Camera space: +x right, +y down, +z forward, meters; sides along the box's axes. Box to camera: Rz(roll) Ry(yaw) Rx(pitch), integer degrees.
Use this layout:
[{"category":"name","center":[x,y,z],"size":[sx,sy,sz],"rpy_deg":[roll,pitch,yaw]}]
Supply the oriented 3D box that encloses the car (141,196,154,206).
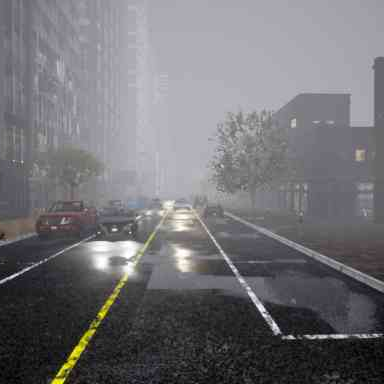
[{"category":"car","center":[-7.595,1.506,56.893],"size":[1.752,1.417,4.829],"rpy_deg":[-1,0,-2]}]

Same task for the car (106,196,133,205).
[{"category":"car","center":[-6.645,1.431,28.677],"size":[1.967,1.590,4.097],"rpy_deg":[-1,0,-2]}]

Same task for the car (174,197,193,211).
[{"category":"car","center":[-1.222,1.589,39.659],"size":[1.895,1.301,4.718],"rpy_deg":[0,0,-2]}]

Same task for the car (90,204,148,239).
[{"category":"car","center":[-3.638,1.559,17.318],"size":[1.994,1.385,4.181],"rpy_deg":[0,0,-2]}]

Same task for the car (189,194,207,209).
[{"category":"car","center":[1.150,1.300,46.275],"size":[2.192,1.841,5.009],"rpy_deg":[-1,0,-2]}]

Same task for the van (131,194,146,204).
[{"category":"van","center":[-7.037,1.328,40.468],"size":[1.690,1.788,3.998],"rpy_deg":[-1,0,-2]}]

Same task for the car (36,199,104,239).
[{"category":"car","center":[-6.359,1.310,17.611],"size":[2.192,1.841,5.009],"rpy_deg":[-1,0,-2]}]

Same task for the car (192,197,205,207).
[{"category":"car","center":[0.959,1.509,51.977],"size":[1.752,1.417,4.829],"rpy_deg":[-1,0,-2]}]

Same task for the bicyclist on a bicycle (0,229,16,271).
[{"category":"bicyclist on a bicycle","center":[-5.812,1.450,9.392],"size":[1.656,1.620,0.582],"rpy_deg":[-1,0,-2]}]

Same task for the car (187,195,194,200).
[{"category":"car","center":[-0.357,1.551,90.526],"size":[1.802,1.307,4.206],"rpy_deg":[-1,0,-2]}]

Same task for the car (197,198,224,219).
[{"category":"car","center":[1.757,1.542,28.947],"size":[2.008,1.369,4.403],"rpy_deg":[-1,0,-2]}]

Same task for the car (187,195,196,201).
[{"category":"car","center":[-0.168,1.537,84.994],"size":[1.947,1.339,4.313],"rpy_deg":[-1,0,-2]}]

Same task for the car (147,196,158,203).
[{"category":"car","center":[-7.978,1.522,68.126],"size":[1.887,1.381,4.507],"rpy_deg":[-1,0,-2]}]

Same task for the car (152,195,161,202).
[{"category":"car","center":[-8.350,1.498,79.019],"size":[1.752,1.417,4.829],"rpy_deg":[-1,0,-2]}]

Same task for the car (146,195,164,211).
[{"category":"car","center":[-4.444,1.492,40.905],"size":[1.837,1.490,4.892],"rpy_deg":[0,0,-2]}]

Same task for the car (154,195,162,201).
[{"category":"car","center":[-8.539,1.496,84.550],"size":[1.752,1.417,4.829],"rpy_deg":[-1,0,-2]}]

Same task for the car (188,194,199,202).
[{"category":"car","center":[0.206,1.290,73.932],"size":[2.192,1.841,5.009],"rpy_deg":[-1,0,-2]}]
